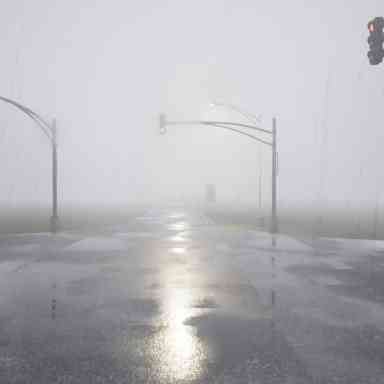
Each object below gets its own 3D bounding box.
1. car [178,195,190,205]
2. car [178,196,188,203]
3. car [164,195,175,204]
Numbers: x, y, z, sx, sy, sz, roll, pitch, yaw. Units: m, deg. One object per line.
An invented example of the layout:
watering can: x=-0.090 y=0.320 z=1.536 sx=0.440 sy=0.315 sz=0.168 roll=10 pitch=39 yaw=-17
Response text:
car: x=-1.452 y=1.378 z=61.391 sx=2.097 sy=1.767 sz=4.553 roll=0 pitch=0 yaw=-3
car: x=-2.027 y=1.548 z=71.467 sx=1.895 sy=1.301 sz=4.718 roll=0 pitch=0 yaw=-4
car: x=-4.427 y=1.387 z=65.495 sx=2.097 sy=1.767 sz=4.553 roll=0 pitch=0 yaw=-3
